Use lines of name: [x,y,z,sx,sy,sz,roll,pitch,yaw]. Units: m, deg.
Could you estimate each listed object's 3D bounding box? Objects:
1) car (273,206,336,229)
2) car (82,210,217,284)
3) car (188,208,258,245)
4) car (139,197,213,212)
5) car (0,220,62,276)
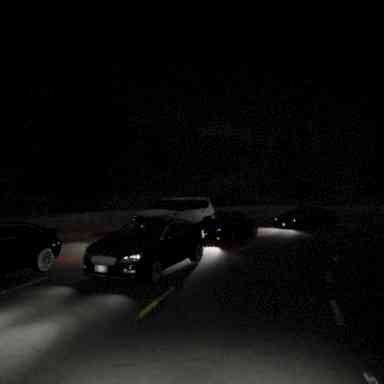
car: [7.871,1.699,22.881,5.357,1.411,2.033,1,0,-40]
car: [-1.144,1.523,9.918,2.128,1.511,4.902,0,0,23]
car: [1.602,1.656,16.138,1.994,1.385,4.181,0,0,33]
car: [-0.824,1.286,18.141,2.150,2.045,5.566,0,0,35]
car: [-5.362,1.483,8.255,2.128,1.511,4.902,0,0,17]
